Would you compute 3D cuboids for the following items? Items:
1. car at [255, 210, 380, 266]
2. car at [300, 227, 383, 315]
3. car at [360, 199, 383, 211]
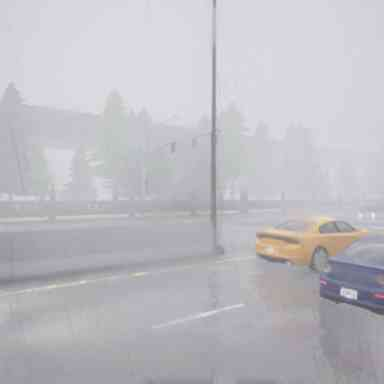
[{"bbox_3d":[4.304,1.554,11.130,5.008,1.535,1.882,0,0,-35],"label":"car"},{"bbox_3d":[4.564,1.588,7.023,4.674,1.442,1.812,1,0,-35],"label":"car"},{"bbox_3d":[23.197,1.639,42.030,4.553,1.767,2.097,0,0,-35],"label":"car"}]
